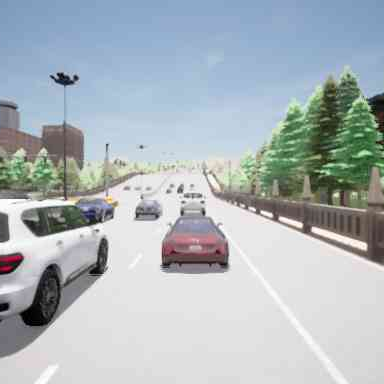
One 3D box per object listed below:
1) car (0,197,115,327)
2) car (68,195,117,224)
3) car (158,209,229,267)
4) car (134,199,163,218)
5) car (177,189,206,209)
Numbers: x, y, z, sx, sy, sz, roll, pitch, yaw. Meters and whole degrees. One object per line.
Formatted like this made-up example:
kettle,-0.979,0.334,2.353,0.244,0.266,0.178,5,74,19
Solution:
car,-3.404,1.155,7.014,2.150,2.045,5.566,0,0,0
car,-6.916,1.146,23.709,2.097,1.767,4.553,0,1,0
car,0.091,1.466,11.005,1.994,1.385,4.181,0,0,0
car,-3.426,1.310,26.972,2.033,1.411,5.357,0,0,0
car,0.079,0.960,29.204,2.150,2.045,5.566,0,0,0
